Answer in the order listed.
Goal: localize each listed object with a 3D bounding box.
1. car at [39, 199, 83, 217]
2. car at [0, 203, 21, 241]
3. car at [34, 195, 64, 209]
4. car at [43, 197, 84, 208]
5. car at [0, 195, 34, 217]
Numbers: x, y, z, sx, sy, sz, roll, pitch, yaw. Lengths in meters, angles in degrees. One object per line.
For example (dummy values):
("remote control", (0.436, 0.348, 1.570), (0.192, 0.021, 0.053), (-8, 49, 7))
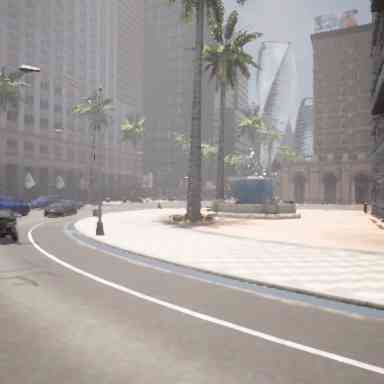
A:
("car", (-12.928, 1.686, 33.087), (1.994, 1.385, 4.181), (0, 0, 4))
("car", (-9.774, 1.526, 16.599), (1.882, 1.535, 5.008), (0, 0, -28))
("car", (-20.315, 1.490, 46.848), (2.150, 2.045, 5.566), (0, 0, 25))
("car", (-17.120, 1.785, 45.420), (2.033, 1.411, 5.357), (0, 0, 25))
("car", (-16.648, 1.308, 29.633), (2.150, 2.045, 5.566), (0, 0, -2))
